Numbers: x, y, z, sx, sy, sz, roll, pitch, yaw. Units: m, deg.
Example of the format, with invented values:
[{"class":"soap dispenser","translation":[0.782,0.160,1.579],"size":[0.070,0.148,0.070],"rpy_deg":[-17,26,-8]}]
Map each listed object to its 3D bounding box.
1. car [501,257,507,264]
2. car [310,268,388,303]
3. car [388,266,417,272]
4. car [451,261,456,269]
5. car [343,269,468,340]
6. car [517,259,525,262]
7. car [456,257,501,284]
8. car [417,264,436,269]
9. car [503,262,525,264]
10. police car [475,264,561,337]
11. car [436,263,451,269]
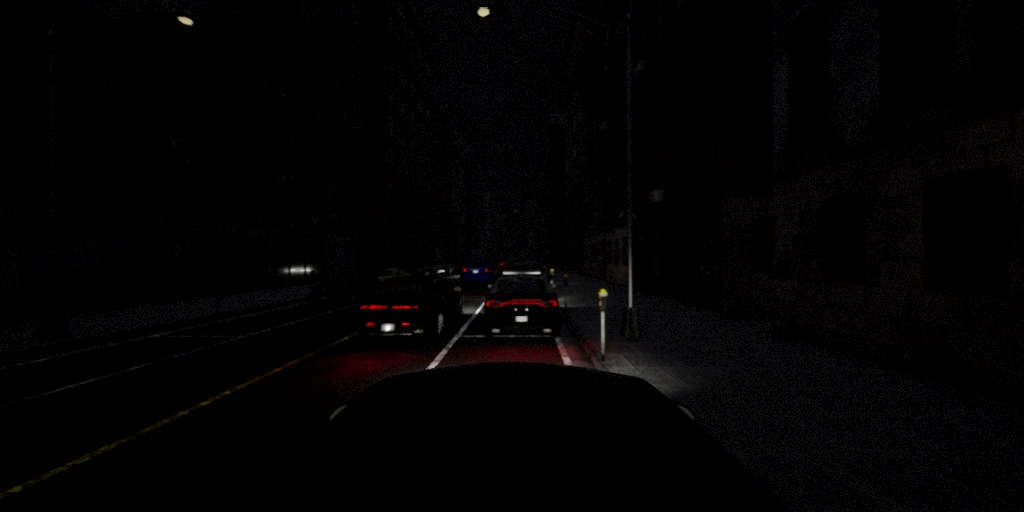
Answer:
[{"class":"car","translation":[-1.780,1.098,42.696],"size":[2.150,2.045,5.566],"rpy_deg":[0,0,1]},{"class":"car","translation":[-7.906,1.424,17.398],"size":[1.948,1.339,4.313],"rpy_deg":[0,0,2]},{"class":"car","translation":[-7.752,1.398,22.638],"size":[1.751,1.417,4.829],"rpy_deg":[0,0,2]},{"class":"car","translation":[-7.270,1.462,39.041],"size":[2.007,1.370,4.403],"rpy_deg":[0,0,2]},{"class":"car","translation":[-2.631,1.301,10.217],"size":[1.837,1.490,4.892],"rpy_deg":[0,0,2]},{"class":"car","translation":[0.756,1.374,38.966],"size":[1.751,1.417,4.829],"rpy_deg":[0,0,2]},{"class":"car","translation":[-2.203,1.060,25.108],"size":[2.150,2.045,5.566],"rpy_deg":[0,0,2]},{"class":"car","translation":[-7.588,1.469,28.219],"size":[1.802,1.307,4.207],"rpy_deg":[0,0,2]},{"class":"car","translation":[0.433,1.390,27.975],"size":[1.948,1.339,4.313],"rpy_deg":[0,0,2]},{"class":"police car","translation":[0.286,1.199,10.549],"size":[1.930,1.638,5.238],"rpy_deg":[0,0,2]},{"class":"car","translation":[-7.429,1.450,33.630],"size":[2.007,1.370,4.403],"rpy_deg":[0,0,2]}]
